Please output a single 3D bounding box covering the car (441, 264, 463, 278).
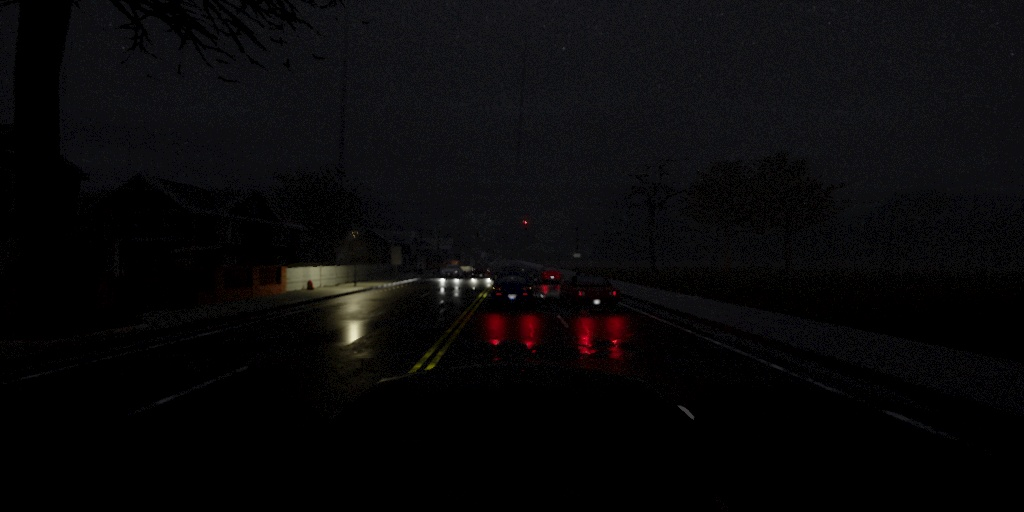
[{"bbox_3d":[-6.490,1.636,39.227,1.812,1.442,4.674,0,-1,0],"label":"car"}]

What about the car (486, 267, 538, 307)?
[{"bbox_3d":[0.012,1.415,16.243,1.812,1.442,4.674,0,0,0],"label":"car"}]

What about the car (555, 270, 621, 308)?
[{"bbox_3d":[3.257,1.487,15.968,1.895,1.301,4.718,0,-1,0],"label":"car"}]

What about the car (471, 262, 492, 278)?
[{"bbox_3d":[-3.238,1.462,39.529,2.097,1.767,4.553,0,0,0],"label":"car"}]

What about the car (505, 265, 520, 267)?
[{"bbox_3d":[0.016,1.540,31.154,1.837,1.490,4.892,0,0,0],"label":"car"}]

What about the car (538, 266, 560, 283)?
[{"bbox_3d":[3.268,1.559,31.250,1.812,1.442,4.674,0,0,0],"label":"car"}]

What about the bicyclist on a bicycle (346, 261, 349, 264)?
[{"bbox_3d":[-24.619,1.585,53.648,0.582,1.620,1.656,0,0,0],"label":"bicyclist on a bicycle"}]
